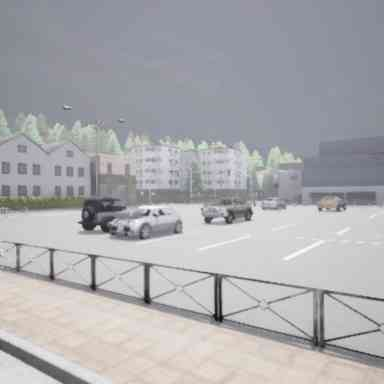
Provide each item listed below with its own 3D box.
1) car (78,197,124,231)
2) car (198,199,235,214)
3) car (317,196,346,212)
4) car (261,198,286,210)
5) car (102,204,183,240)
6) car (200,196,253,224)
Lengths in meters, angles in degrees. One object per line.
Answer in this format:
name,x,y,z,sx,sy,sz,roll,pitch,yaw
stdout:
car,-4.596,1.239,19.144,1.905,1.878,3.866,-1,0,35
car,2.705,1.501,35.869,2.007,1.523,4.514,-1,0,35
car,15.189,1.246,36.100,2.152,1.636,5.027,-1,0,35
car,9.756,1.395,39.527,1.970,1.475,3.806,-1,0,35
car,-2.226,1.486,16.730,1.970,1.475,3.806,-1,0,35
car,2.620,1.224,23.688,1.932,1.855,4.605,-1,0,35
